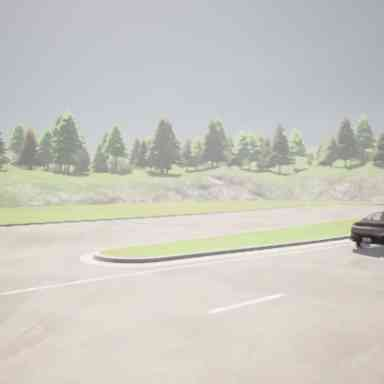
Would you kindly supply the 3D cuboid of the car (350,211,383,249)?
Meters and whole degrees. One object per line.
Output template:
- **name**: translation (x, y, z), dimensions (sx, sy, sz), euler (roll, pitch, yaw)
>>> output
- **car**: translation (8.321, 1.487, 13.090), dimensions (4.902, 1.511, 2.128), euler (0, 0, -31)
